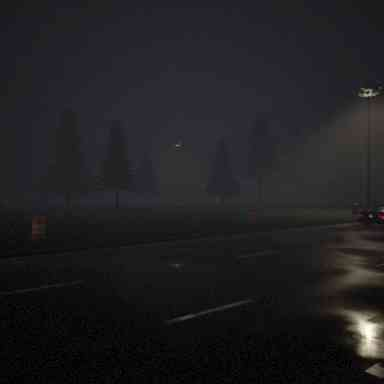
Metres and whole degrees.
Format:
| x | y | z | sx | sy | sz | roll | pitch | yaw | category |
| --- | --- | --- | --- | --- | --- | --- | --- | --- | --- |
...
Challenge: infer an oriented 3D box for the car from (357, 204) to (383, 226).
| x | y | z | sx | sy | sz | roll | pitch | yaw | category |
| --- | --- | --- | --- | --- | --- | --- | --- | --- | --- |
| 12.893 | 1.514 | 21.614 | 5.357 | 1.411 | 2.033 | 0 | 0 | -35 | car |
